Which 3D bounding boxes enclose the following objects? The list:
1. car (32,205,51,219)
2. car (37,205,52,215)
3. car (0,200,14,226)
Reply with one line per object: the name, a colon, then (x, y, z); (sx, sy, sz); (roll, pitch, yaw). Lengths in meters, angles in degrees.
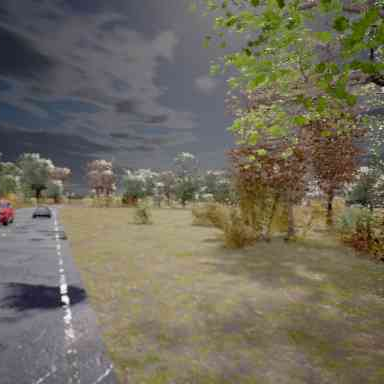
car: (-17.709, 2.373, 39.304); (1.994, 1.385, 4.181); (2, -2, -23)
car: (-21.894, 2.615, 49.269); (1.895, 1.301, 4.718); (2, -2, -24)
car: (-16.293, 1.701, 27.741); (2.150, 2.045, 5.566); (2, -2, -22)
